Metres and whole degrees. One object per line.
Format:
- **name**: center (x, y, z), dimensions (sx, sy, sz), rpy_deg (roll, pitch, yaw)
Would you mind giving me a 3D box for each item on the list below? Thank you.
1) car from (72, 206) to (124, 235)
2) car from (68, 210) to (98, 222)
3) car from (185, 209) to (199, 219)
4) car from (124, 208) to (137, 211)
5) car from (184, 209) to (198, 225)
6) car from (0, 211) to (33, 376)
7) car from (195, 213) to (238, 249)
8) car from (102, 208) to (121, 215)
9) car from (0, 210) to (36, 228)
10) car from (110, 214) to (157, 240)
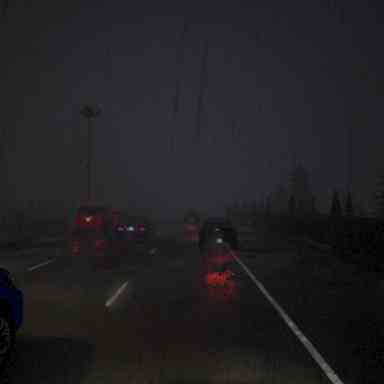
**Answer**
- **car**: center (-6.897, 2.044, 24.778), dimensions (2.150, 2.045, 5.566), rpy_deg (0, -2, 0)
- **car**: center (-14.079, 3.125, 43.283), dimensions (2.033, 1.411, 5.357), rpy_deg (0, -2, 0)
- **car**: center (0.051, 3.451, 51.899), dimensions (1.812, 1.442, 4.674), rpy_deg (0, -2, 5)
- **car**: center (-14.117, 4.338, 75.026), dimensions (2.128, 1.511, 4.902), rpy_deg (-1, -2, 14)
- **car**: center (0.034, 2.940, 39.763), dimensions (1.837, 1.490, 4.892), rpy_deg (0, -2, 0)
- **car**: center (-3.399, 1.239, 2.229), dimensions (2.150, 2.045, 5.566), rpy_deg (0, -1, 0)
- **car**: center (1.228, 2.020, 17.219), dimensions (1.837, 1.490, 4.892), rpy_deg (0, -2, 0)
- **car**: center (-17.928, 4.309, 74.324), dimensions (1.882, 1.535, 5.008), rpy_deg (-1, -2, 14)
- **car**: center (-17.588, 2.632, 32.922), dimensions (1.882, 1.535, 5.008), rpy_deg (0, -2, 0)
- **car**: center (-3.396, 2.221, 21.119), dimensions (2.033, 1.411, 5.357), rpy_deg (0, -2, 0)
